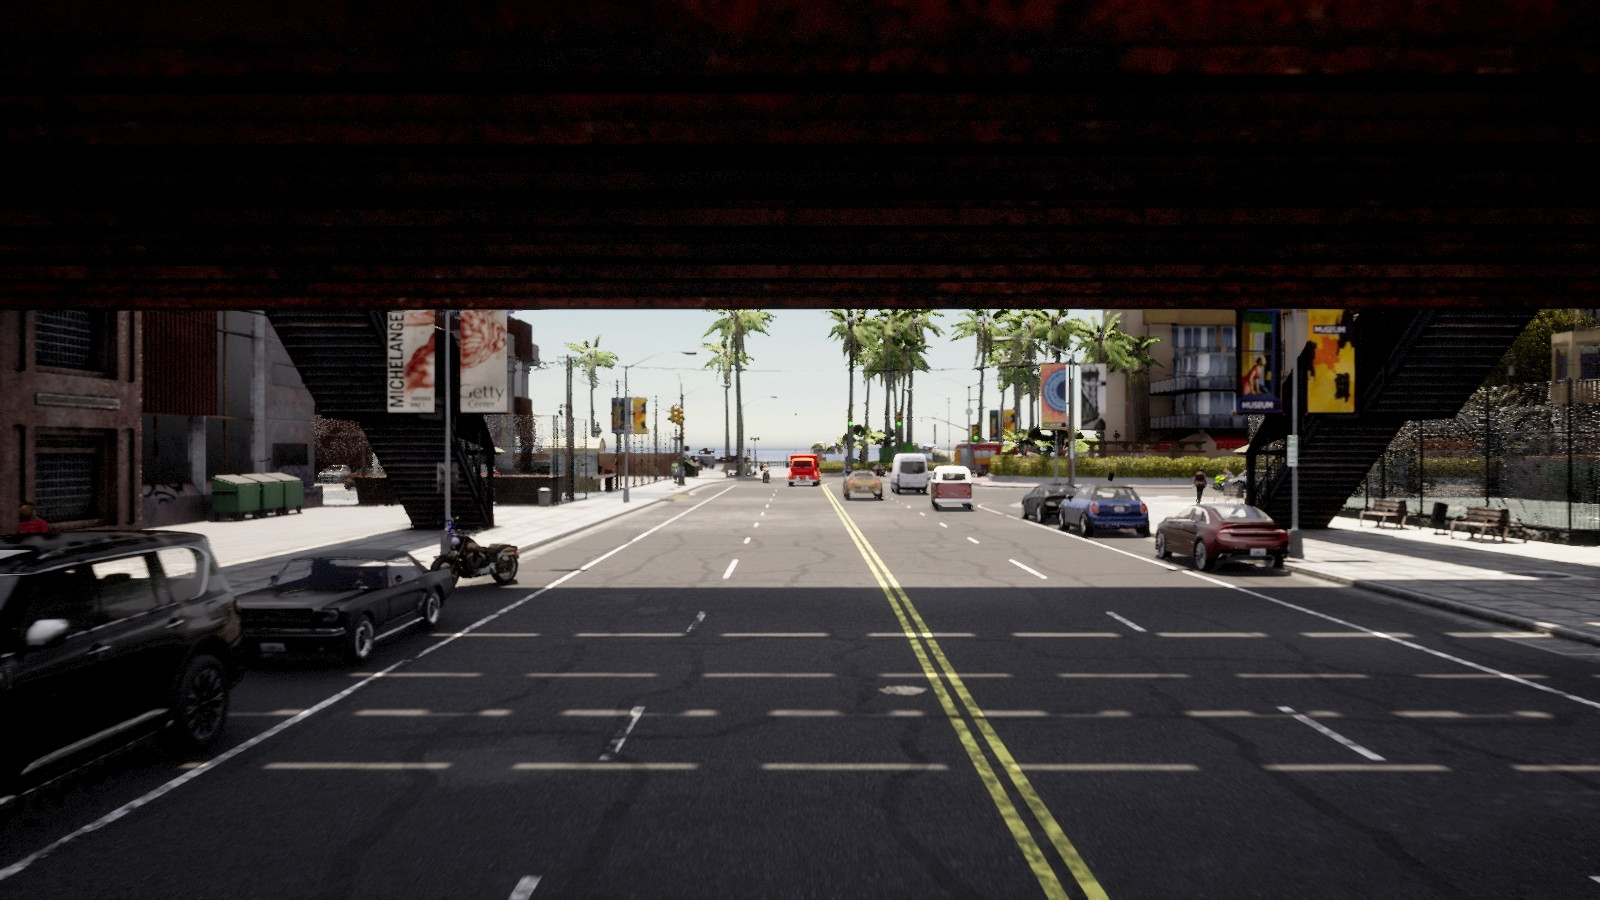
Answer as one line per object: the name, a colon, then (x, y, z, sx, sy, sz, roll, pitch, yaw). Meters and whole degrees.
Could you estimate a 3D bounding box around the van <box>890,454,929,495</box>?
van: (7.103, 1.534, 74.842, 1.988, 2.561, 5.915, 0, 0, 0)

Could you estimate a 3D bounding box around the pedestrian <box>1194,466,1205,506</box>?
pedestrian: (18.836, 1.696, 53.883, 0.375, 1.860, 0.375, 0, 0, 40)

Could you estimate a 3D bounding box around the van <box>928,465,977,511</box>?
van: (7.270, 1.782, 54.817, 2.069, 2.038, 4.480, 0, 0, 4)

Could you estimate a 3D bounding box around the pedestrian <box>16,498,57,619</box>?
pedestrian: (-11.992, 1.696, 17.945, 0.375, 1.860, 0.375, 0, 0, 5)

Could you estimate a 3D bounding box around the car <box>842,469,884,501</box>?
car: (3.611, 1.991, 66.056, 2.152, 1.651, 5.027, 0, 0, 0)
